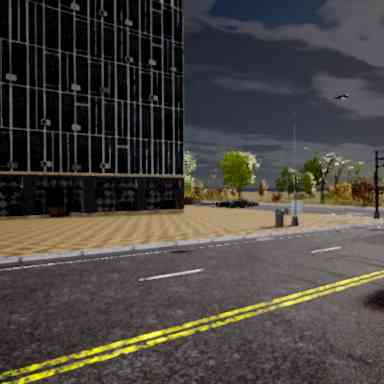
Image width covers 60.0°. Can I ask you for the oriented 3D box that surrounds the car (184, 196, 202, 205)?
[{"bbox_3d":[0.183,1.673,68.349,2.097,1.767,4.553,-1,0,-33],"label":"car"}]

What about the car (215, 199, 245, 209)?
[{"bbox_3d":[5.865,1.942,53.478,1.895,1.301,4.718,-1,0,-33],"label":"car"}]

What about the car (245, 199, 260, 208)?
[{"bbox_3d":[8.745,1.859,55.016,2.033,1.411,5.357,-1,0,-33],"label":"car"}]
